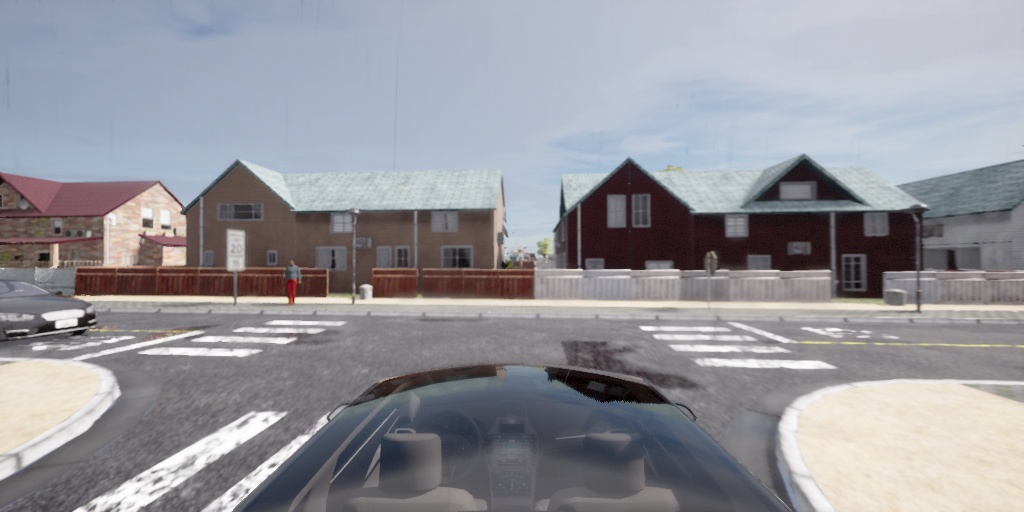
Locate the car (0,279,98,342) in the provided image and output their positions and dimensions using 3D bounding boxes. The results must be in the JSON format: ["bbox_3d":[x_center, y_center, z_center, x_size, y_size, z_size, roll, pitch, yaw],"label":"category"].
[{"bbox_3d":[-12.779,1.293,8.569,4.902,1.511,2.128,0,-1,5],"label":"car"}]

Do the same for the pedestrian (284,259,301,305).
[{"bbox_3d":[-8.773,1.021,14.241,0.375,1.860,0.375,0,-1,4],"label":"pedestrian"}]
